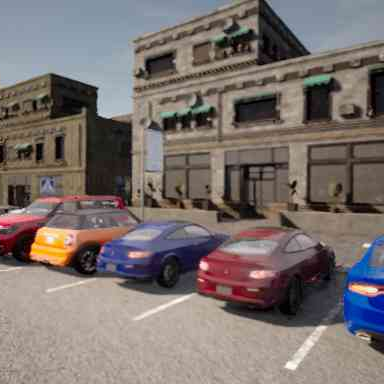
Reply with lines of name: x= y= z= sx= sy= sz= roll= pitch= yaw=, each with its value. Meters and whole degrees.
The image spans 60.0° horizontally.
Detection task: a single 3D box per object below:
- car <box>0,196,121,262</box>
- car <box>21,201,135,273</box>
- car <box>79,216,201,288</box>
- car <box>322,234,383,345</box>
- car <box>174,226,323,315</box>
car: x=-4.864 y=1.182 z=12.391 sx=2.435 sy=2.045 sz=5.566 roll=0 pitch=0 yaw=36
car: x=-2.622 y=1.320 z=10.787 sx=2.185 sy=1.767 sz=4.553 roll=0 pitch=0 yaw=36
car: x=-0.467 y=1.496 z=9.285 sx=2.002 sy=1.452 sz=4.674 roll=0 pitch=0 yaw=36
car: x=4.127 y=1.480 z=6.003 sx=2.097 sy=1.535 sz=5.008 roll=0 pitch=0 yaw=36
car: x=1.884 y=1.508 z=7.607 sx=2.002 sy=1.452 sz=4.674 roll=0 pitch=0 yaw=36
